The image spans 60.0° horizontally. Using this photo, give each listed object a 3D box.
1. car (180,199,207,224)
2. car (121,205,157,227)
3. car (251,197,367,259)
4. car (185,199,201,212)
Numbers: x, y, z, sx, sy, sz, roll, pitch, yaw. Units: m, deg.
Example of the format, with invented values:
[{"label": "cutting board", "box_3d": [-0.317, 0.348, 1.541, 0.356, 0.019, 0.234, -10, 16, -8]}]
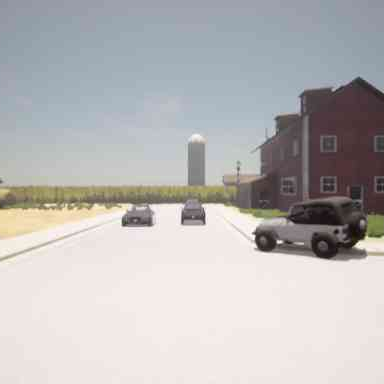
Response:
[{"label": "car", "box_3d": [0.100, 1.560, 25.659, 2.128, 1.511, 4.902, 0, 0, 0]}, {"label": "car", "box_3d": [-3.597, 1.625, 23.071, 1.994, 1.385, 4.181, 0, 0, 0]}, {"label": "car", "box_3d": [4.164, 1.182, 12.088, 1.905, 1.878, 3.866, -8, 3, -42]}, {"label": "car", "box_3d": [0.101, 1.616, 41.593, 1.837, 1.490, 4.892, 0, 0, 0]}]
